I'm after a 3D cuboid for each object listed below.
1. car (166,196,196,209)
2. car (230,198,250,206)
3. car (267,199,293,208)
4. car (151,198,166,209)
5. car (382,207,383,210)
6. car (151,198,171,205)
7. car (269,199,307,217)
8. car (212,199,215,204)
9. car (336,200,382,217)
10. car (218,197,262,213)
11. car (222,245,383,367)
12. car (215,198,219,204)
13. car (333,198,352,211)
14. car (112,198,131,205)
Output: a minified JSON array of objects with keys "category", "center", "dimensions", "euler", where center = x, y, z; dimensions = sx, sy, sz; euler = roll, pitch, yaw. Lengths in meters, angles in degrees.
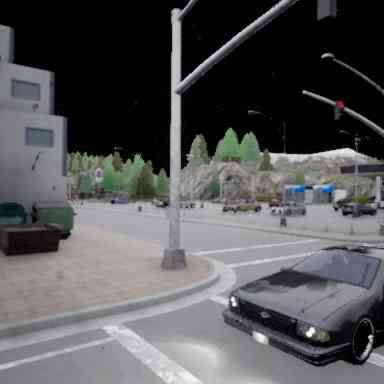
[{"category":"car","center":[-1.418,1.586,49.886],"dimensions":[3.866,1.878,1.905],"euler":[1,0,-36]},{"category":"car","center":[9.512,2.036,65.755],"dimensions":[3.633,1.501,1.845],"euler":[1,0,-36]},{"category":"car","center":[15.306,2.015,57.613],"dimensions":[4.514,1.523,2.007],"euler":[1,0,-36]},{"category":"car","center":[-3.447,1.601,52.006],"dimensions":[4.605,1.855,1.932],"euler":[1,0,-36]},{"category":"car","center":[28.858,2.168,52.055],"dimensions":[3.806,1.475,1.970],"euler":[1,0,-36]},{"category":"car","center":[-6.411,1.974,69.087],"dimensions":[3.806,1.475,1.970],"euler":[1,0,-36]},{"category":"car","center":[10.048,1.746,34.468],"dimensions":[3.806,1.475,1.970],"euler":[1,0,-36]},{"category":"car","center":[6.965,2.142,82.371],"dimensions":[4.514,1.523,2.007],"euler":[1,0,-36]},{"category":"car","center":[17.909,1.893,35.603],"dimensions":[4.514,1.523,2.007],"euler":[1,0,-36]},{"category":"car","center":[6.043,1.663,39.493],"dimensions":[5.027,1.636,2.152],"euler":[1,0,-36]},{"category":"car","center":[3.109,1.736,6.087],"dimensions":[5.357,1.411,2.033],"euler":[4,-2,-35]},{"category":"car","center":[8.837,2.134,79.853],"dimensions":[5.027,1.636,2.152],"euler":[1,0,-36]},{"category":"car","center":[21.995,1.807,47.081],"dimensions":[4.605,1.855,1.932],"euler":[1,0,-36]},{"category":"car","center":[-14.177,1.878,67.180],"dimensions":[3.633,1.501,1.845],"euler":[1,0,-36]}]
